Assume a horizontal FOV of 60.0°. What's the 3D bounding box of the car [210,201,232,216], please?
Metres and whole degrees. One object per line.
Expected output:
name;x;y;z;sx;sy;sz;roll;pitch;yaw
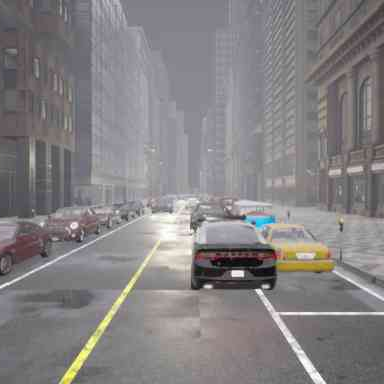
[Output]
car;2.817;1.586;32.663;1.802;1.307;4.206;0;0;0

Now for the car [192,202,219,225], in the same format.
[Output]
car;0.944;1.527;25.100;1.812;1.442;4.674;0;0;0

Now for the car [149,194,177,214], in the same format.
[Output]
car;-3.040;1.357;34.978;2.097;1.767;4.553;0;0;0

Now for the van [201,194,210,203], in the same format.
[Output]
van;2.886;1.367;71.874;1.690;1.788;3.998;0;0;0

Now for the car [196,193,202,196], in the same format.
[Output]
car;0.100;1.369;55.800;2.097;1.767;4.553;0;0;0

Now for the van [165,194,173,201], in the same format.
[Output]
van;-5.620;1.375;83.085;1.690;1.788;3.998;0;0;0

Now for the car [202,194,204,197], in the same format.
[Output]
car;2.846;1.453;49.468;1.967;1.590;4.097;0;0;0

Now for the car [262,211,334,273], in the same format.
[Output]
car;2.777;1.525;10.426;1.752;1.417;4.829;0;0;0

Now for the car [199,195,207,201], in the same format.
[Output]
car;2.916;1.582;88.681;1.887;1.381;4.507;0;0;0

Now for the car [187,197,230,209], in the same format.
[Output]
car;0.932;1.351;19.070;2.097;1.767;4.553;0;0;0

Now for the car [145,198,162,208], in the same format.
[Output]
car;-5.679;1.557;49.472;1.887;1.381;4.507;0;0;0

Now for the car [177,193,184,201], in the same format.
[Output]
car;-2.839;1.531;90.815;2.128;1.511;4.902;0;0;0

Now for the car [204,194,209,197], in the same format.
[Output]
car;2.826;1.321;38.264;2.192;1.841;5.009;0;0;0

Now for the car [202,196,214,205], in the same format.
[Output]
car;2.866;1.460;60.671;1.967;1.590;4.097;0;0;0

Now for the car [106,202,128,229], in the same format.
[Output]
car;-5.728;1.551;21.462;2.008;1.369;4.403;0;0;0

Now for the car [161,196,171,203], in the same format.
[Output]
car;-5.639;1.571;71.880;1.887;1.381;4.507;0;0;0

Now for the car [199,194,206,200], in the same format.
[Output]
car;2.926;1.481;94.282;1.967;1.590;4.097;0;0;0

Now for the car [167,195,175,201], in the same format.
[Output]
car;-5.609;1.582;88.687;1.887;1.381;4.507;0;0;0

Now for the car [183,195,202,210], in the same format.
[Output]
car;0.100;1.535;43.716;1.812;1.442;4.674;0;0;1

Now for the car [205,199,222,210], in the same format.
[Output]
car;2.837;1.575;43.866;1.947;1.339;4.313;0;0;0

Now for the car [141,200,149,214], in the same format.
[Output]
car;-5.708;1.570;32.665;1.947;1.339;4.313;0;0;0

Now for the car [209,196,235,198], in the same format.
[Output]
car;2.806;1.317;27.061;2.192;1.841;5.009;0;0;0

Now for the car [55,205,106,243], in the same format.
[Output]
car;-5.738;1.440;15.859;1.967;1.590;4.097;0;0;0

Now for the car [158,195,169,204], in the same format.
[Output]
car;-5.649;1.463;66.278;1.967;1.590;4.097;0;0;0

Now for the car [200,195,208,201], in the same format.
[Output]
car;2.906;1.578;83.078;1.887;1.381;4.507;0;0;0

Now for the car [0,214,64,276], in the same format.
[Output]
car;-5.748;1.581;10.257;1.802;1.307;4.206;0;0;0

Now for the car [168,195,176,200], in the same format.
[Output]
car;-5.599;1.586;94.288;1.887;1.381;4.507;0;0;0

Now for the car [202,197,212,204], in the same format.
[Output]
car;2.877;1.605;66.273;1.802;1.307;4.206;0;0;0

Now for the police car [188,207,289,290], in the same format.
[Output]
police car;0.915;1.425;9.209;1.930;1.638;5.238;0;0;0

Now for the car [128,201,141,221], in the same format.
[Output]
car;-5.718;1.568;27.063;1.947;1.339;4.313;0;0;0

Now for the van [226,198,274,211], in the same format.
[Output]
van;2.786;1.341;15.858;1.690;1.788;3.998;0;0;0
